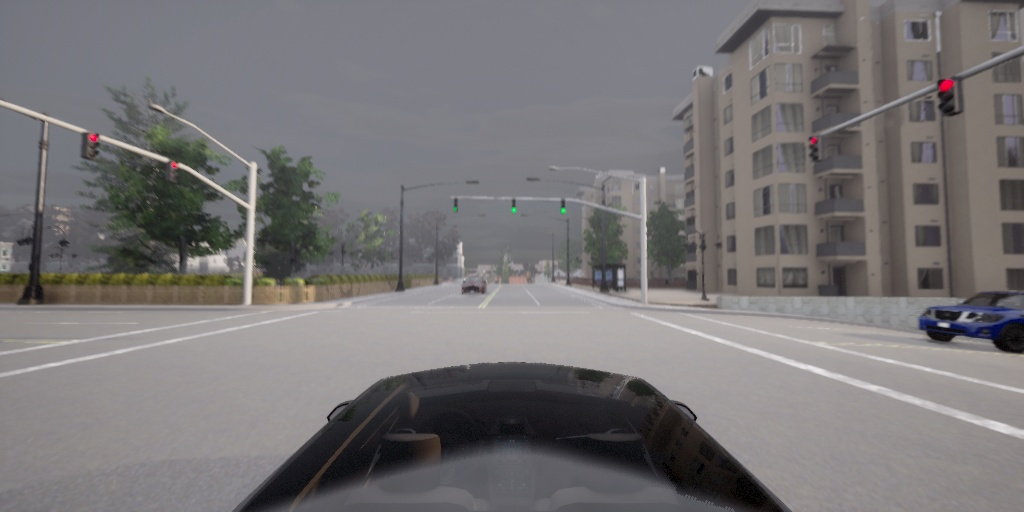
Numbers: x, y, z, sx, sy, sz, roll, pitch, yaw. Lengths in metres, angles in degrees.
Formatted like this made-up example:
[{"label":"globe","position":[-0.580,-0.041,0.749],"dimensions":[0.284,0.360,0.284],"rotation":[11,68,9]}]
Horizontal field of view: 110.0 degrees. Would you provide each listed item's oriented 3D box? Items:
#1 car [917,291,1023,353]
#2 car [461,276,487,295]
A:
[{"label":"car","position":[17.496,2.216,12.261],"dimensions":[5.566,2.045,2.150],"rotation":[5,-3,0]},{"label":"car","position":[-3.533,2.693,34.020],"dimensions":[2.097,1.767,4.553],"rotation":[0,-3,0]}]
